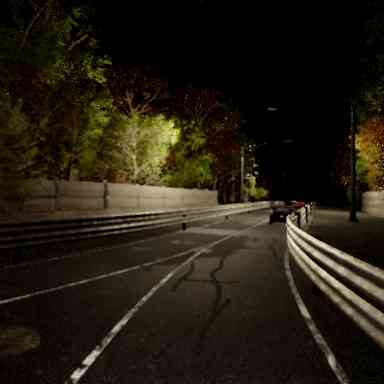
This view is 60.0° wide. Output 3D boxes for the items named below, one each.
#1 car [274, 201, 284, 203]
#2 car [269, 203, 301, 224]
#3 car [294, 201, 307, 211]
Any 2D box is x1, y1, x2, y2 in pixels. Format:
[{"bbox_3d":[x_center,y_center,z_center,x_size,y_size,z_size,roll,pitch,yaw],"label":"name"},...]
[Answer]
[{"bbox_3d":[13.829,2.182,52.760,2.033,1.411,5.357,0,-1,22],"label":"car"},{"bbox_3d":[7.639,1.884,27.605,1.994,1.385,4.181,0,0,21],"label":"car"},{"bbox_3d":[15.073,2.055,46.615,2.128,1.511,4.902,0,-1,22],"label":"car"}]
